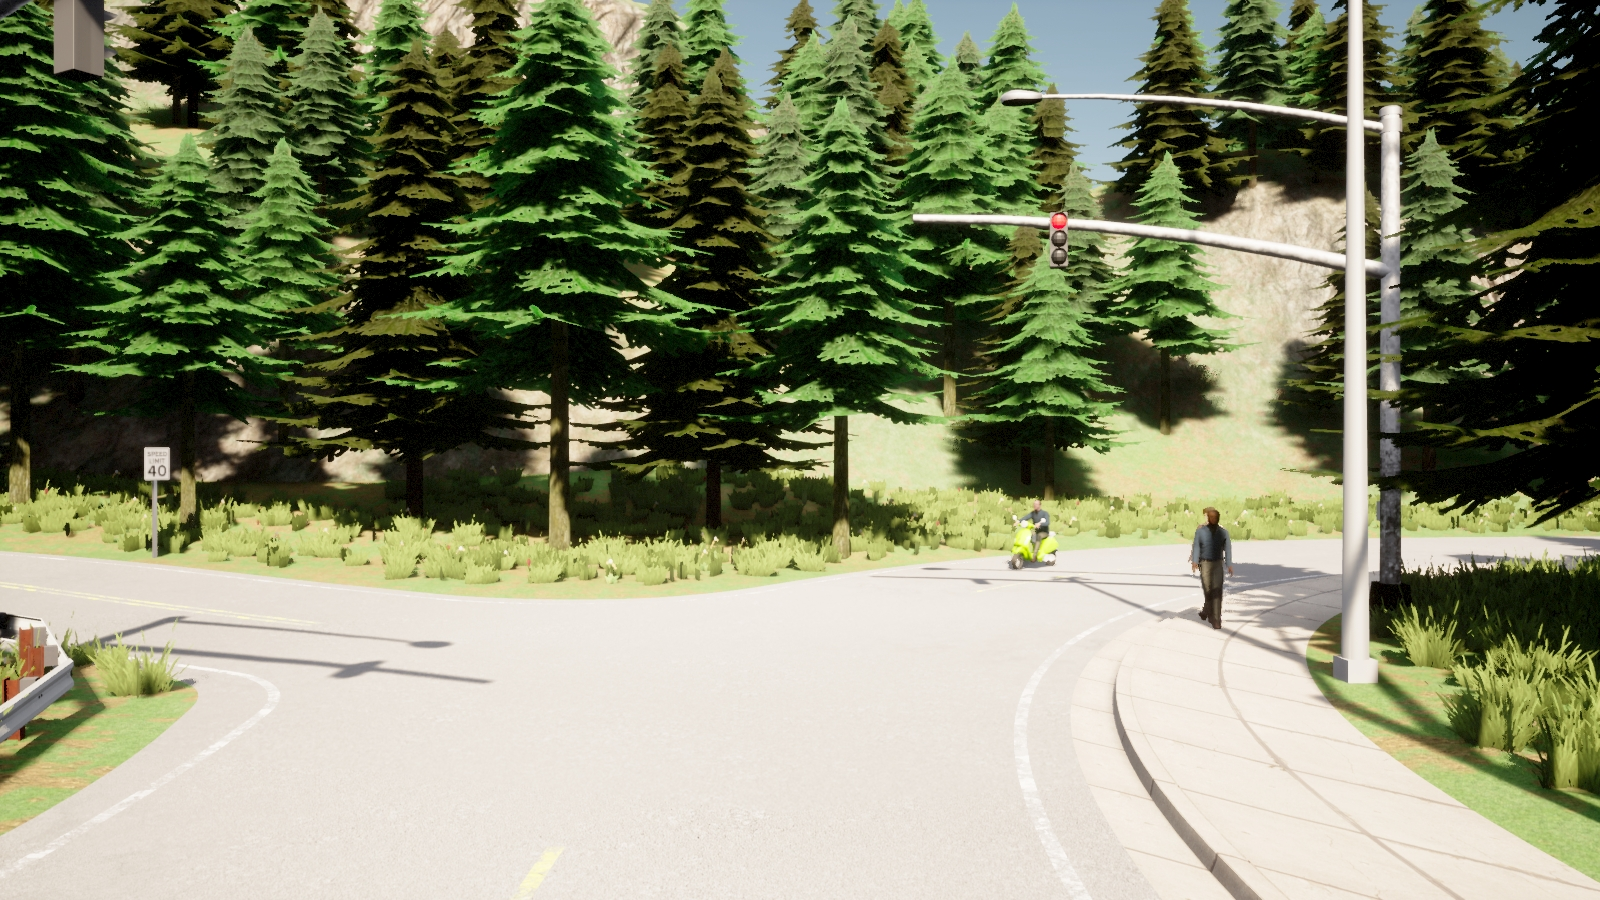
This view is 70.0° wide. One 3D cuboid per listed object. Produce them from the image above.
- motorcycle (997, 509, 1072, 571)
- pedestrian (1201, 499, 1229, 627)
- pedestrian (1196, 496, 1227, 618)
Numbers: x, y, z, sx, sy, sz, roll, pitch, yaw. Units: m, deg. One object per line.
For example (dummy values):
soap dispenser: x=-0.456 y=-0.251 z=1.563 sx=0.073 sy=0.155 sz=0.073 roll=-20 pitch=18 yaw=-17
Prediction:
motorcycle: x=5.561 y=2.114 z=27.071 sx=1.805 sy=1.316 sz=0.856 roll=0 pitch=1 yaw=-43
pedestrian: x=6.188 y=1.668 z=17.032 sx=0.375 sy=1.860 sz=0.375 roll=0 pitch=0 yaw=17
pedestrian: x=6.443 y=1.668 z=17.891 sx=0.375 sy=1.860 sz=0.375 roll=0 pitch=0 yaw=37
